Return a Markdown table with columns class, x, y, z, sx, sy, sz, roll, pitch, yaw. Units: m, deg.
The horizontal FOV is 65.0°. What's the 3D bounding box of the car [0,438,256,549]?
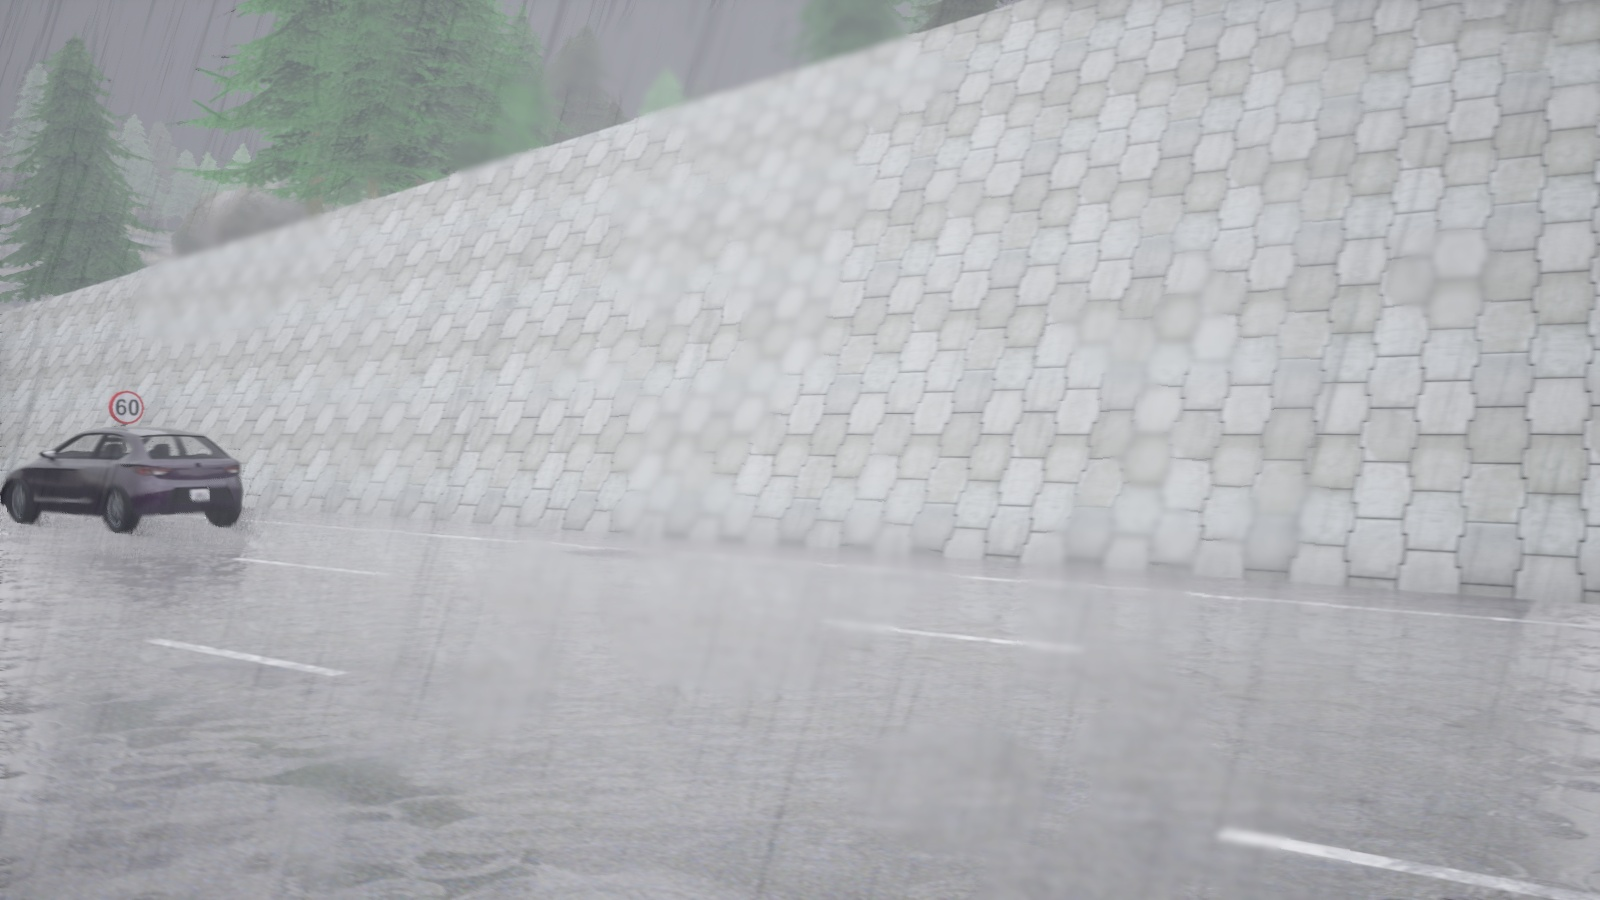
| class | x | y | z | sx | sy | sz | roll | pitch | yaw |
| --- | --- | --- | --- | --- | --- | --- | --- | --- | --- |
| car | -10.241 | 0.581 | 18.831 | 4.193 | 1.474 | 1.816 | 0 | 1 | 34 |
